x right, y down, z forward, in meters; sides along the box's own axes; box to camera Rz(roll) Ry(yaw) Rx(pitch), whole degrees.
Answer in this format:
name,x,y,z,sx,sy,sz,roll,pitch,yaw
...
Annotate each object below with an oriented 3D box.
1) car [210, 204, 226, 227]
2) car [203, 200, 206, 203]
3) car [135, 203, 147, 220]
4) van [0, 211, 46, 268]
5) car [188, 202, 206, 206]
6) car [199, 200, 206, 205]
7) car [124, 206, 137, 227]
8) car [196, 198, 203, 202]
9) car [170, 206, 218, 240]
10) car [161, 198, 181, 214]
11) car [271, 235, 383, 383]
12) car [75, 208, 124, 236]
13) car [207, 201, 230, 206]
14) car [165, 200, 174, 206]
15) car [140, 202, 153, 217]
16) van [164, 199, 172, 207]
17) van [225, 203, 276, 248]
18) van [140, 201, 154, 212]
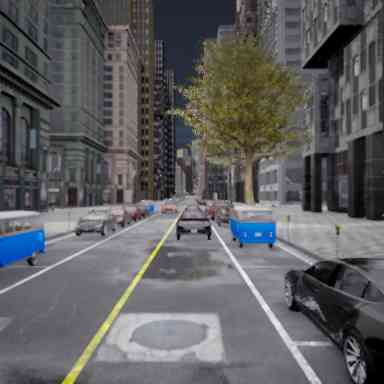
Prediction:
name,x,y,z,sx,sy,sz,roll,pitch,yaw
car,2.760,1.938,26.297,2.008,1.369,4.403,0,-1,0
car,2.766,2.235,47.624,1.752,1.417,4.829,0,-1,0
car,-5.765,2.006,31.231,1.887,1.381,4.507,0,-1,0
van,-5.765,1.483,9.583,1.690,1.788,3.998,0,-1,0
car,0.100,2.082,35.038,1.994,1.385,4.181,0,-1,0
car,2.773,2.934,91.067,1.887,1.381,4.507,0,-1,0
car,-5.765,1.963,25.817,1.802,1.307,4.206,0,-1,0
car,2.775,2.845,85.542,1.887,1.381,4.507,0,-1,0
car,0.100,1.769,18.918,2.128,1.511,4.902,0,-1,0
car,-3.051,2.033,45.802,2.097,1.767,4.553,0,-1,1
car,2.761,1.643,5.144,1.947,1.339,4.313,0,-1,0
car,-5.765,1.851,20.405,2.008,1.369,4.403,0,-1,0
car,2.759,1.782,31.589,2.192,1.841,5.009,0,-1,0
car,-5.780,2.846,85.560,1.887,1.381,4.507,0,-1,0
car,-5.765,2.109,36.643,1.947,1.339,4.313,0,-1,0
van,-5.782,2.554,80.039,1.690,1.788,3.998,0,-1,0
van,2.760,1.572,15.724,1.690,1.788,3.998,0,-1,0
van,-5.766,1.966,42.059,1.690,1.788,3.998,0,-1,0
